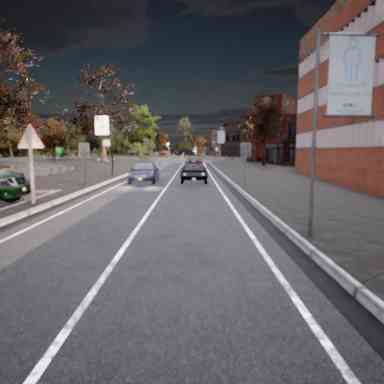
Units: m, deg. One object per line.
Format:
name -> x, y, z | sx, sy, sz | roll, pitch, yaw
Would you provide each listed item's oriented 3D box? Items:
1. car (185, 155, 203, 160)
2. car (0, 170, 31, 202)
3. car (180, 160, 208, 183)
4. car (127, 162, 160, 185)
car -> 0.244, -3.881, 41.454 | 2.097, 1.767, 4.553 | 0, 7, 0
car -> -9.549, -0.456, 13.402 | 5.566, 2.045, 2.435 | 0, 7, 0
car -> 0.142, -1.431, 24.482 | 1.895, 1.301, 4.718 | 0, 7, 0
car -> -3.310, -1.380, 23.512 | 1.812, 1.442, 4.674 | 0, 7, 0
